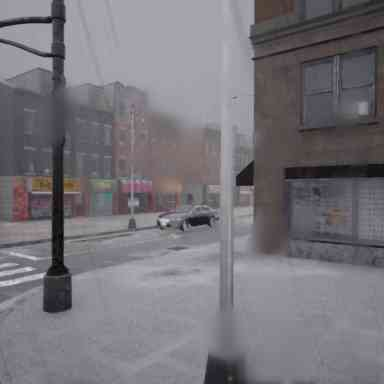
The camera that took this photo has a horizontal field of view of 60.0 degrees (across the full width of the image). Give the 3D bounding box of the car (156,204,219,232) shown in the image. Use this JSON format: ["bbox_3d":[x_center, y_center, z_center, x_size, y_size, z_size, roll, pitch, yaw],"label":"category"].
[{"bbox_3d":[-0.178,1.543,20.683,2.128,1.511,4.902,0,0,35],"label":"car"}]
